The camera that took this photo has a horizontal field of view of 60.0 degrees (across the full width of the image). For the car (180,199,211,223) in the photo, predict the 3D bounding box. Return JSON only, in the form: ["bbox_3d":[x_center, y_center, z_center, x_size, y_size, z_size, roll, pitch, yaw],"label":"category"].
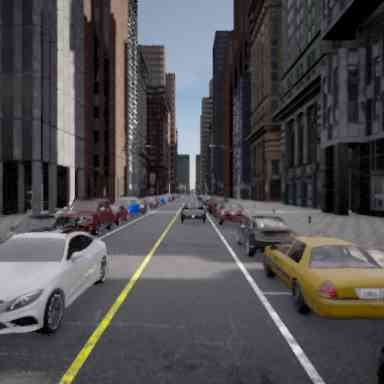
[{"bbox_3d":[0.101,1.519,25.839,2.128,1.511,4.902,0,0,0],"label":"car"}]

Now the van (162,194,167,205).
[{"bbox_3d":[-5.764,1.405,57.998,1.690,1.788,3.998,0,0,0],"label":"van"}]

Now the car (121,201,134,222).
[{"bbox_3d":[-5.764,1.571,24.177,1.887,1.381,4.507,0,0,0],"label":"car"}]

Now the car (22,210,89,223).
[{"bbox_3d":[-5.764,1.580,12.904,1.947,1.339,4.313,0,0,0],"label":"car"}]

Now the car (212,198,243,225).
[{"bbox_3d":[2.760,1.466,24.187,1.967,1.590,4.097,0,0,0],"label":"car"}]

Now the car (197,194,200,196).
[{"bbox_3d":[2.762,1.688,86.186,1.802,1.307,4.206,0,0,0],"label":"car"}]

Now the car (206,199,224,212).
[{"bbox_3d":[2.761,1.590,41.096,1.887,1.381,4.507,0,0,0],"label":"car"}]

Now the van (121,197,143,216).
[{"bbox_3d":[-5.765,1.374,29.814,1.690,1.788,3.998,0,0,0],"label":"van"}]

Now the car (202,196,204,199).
[{"bbox_3d":[2.761,1.617,46.733,1.947,1.339,4.313,0,0,0],"label":"car"}]

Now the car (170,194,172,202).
[{"bbox_3d":[-5.763,1.630,69.270,2.008,1.369,4.403,0,0,0],"label":"car"}]

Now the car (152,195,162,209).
[{"bbox_3d":[-5.764,1.491,46.725,1.967,1.590,4.097,0,0,0],"label":"car"}]

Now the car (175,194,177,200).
[{"bbox_3d":[-5.764,1.421,86.181,2.192,1.841,5.009,0,0,0],"label":"car"}]

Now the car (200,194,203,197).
[{"bbox_3d":[2.761,1.504,58.004,1.967,1.590,4.097,0,0,0],"label":"car"}]

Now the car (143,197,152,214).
[{"bbox_3d":[-5.764,1.479,35.451,1.967,1.590,4.097,0,0,0],"label":"car"}]

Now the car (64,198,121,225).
[{"bbox_3d":[-5.765,1.335,18.540,2.192,1.841,5.009,0,0,0],"label":"car"}]

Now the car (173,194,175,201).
[{"bbox_3d":[-5.764,1.537,80.543,1.967,1.590,4.097,0,0,0],"label":"car"}]

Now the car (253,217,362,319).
[{"bbox_3d":[2.760,1.534,7.448,1.752,1.417,4.829,0,0,0],"label":"car"}]

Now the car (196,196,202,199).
[{"bbox_3d":[0.101,1.652,46.596,1.895,1.301,4.718,0,0,0],"label":"car"}]

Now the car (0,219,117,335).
[{"bbox_3d":[-3.055,1.533,6.858,1.812,1.442,4.674,0,0,0],"label":"car"}]

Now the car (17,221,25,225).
[{"bbox_3d":[-5.765,1.574,7.267,1.947,1.339,4.313,0,0,0],"label":"car"}]

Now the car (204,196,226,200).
[{"bbox_3d":[2.760,1.354,35.460,2.192,1.841,5.009,0,0,0],"label":"car"}]

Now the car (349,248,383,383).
[{"bbox_3d":[2.760,1.442,1.642,1.967,1.590,4.097,0,0,0],"label":"car"}]

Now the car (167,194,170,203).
[{"bbox_3d":[-5.763,1.597,63.464,1.752,1.417,4.829,0,0,0],"label":"car"}]

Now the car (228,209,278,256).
[{"bbox_3d":[2.760,1.565,12.914,2.008,1.369,4.403,0,0,0],"label":"car"}]
